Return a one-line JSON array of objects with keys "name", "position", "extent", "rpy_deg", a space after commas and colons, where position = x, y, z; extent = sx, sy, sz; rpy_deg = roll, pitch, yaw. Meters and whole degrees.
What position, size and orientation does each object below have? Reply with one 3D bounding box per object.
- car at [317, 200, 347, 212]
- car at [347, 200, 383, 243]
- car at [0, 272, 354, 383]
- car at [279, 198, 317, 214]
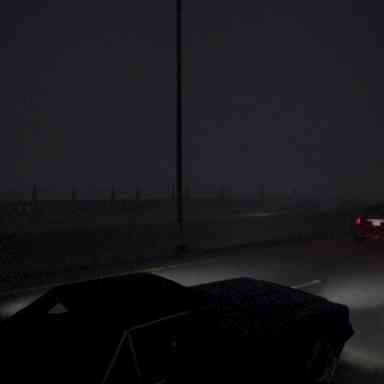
[{"name": "car", "position": [12.185, 1.387, 25.577], "extent": [4.902, 1.511, 2.128], "rpy_deg": [0, 0, -35]}, {"name": "car", "position": [9.119, 1.281, 14.554], "extent": [4.553, 1.767, 2.097], "rpy_deg": [0, 0, -35]}, {"name": "car", "position": [-0.334, 1.592, 3.509], "extent": [4.718, 1.301, 1.895], "rpy_deg": [0, 0, -36]}, {"name": "car", "position": [10.808, 1.361, 33.189], "extent": [5.008, 1.535, 1.882], "rpy_deg": [0, 0, -35]}]
